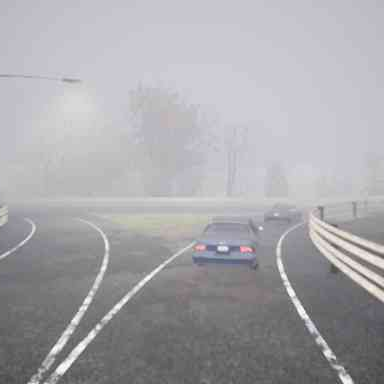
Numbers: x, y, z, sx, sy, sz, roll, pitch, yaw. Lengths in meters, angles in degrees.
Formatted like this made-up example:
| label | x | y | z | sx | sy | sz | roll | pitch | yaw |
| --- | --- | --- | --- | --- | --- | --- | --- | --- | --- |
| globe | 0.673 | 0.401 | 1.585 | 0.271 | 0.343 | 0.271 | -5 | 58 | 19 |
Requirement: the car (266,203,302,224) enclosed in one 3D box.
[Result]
| label | x | y | z | sx | sy | sz | roll | pitch | yaw |
| --- | --- | --- | --- | --- | --- | --- | --- | --- | --- |
| car | 6.820 | 1.526 | 24.683 | 1.994 | 1.385 | 4.181 | 0 | 0 | 30 |

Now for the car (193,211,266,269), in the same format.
| label | x | y | z | sx | sy | sz | roll | pitch | yaw |
| --- | --- | --- | --- | --- | --- | --- | --- | --- | --- |
| car | 1.349 | 1.530 | 11.203 | 2.033 | 1.411 | 5.357 | 0 | 0 | 12 |
